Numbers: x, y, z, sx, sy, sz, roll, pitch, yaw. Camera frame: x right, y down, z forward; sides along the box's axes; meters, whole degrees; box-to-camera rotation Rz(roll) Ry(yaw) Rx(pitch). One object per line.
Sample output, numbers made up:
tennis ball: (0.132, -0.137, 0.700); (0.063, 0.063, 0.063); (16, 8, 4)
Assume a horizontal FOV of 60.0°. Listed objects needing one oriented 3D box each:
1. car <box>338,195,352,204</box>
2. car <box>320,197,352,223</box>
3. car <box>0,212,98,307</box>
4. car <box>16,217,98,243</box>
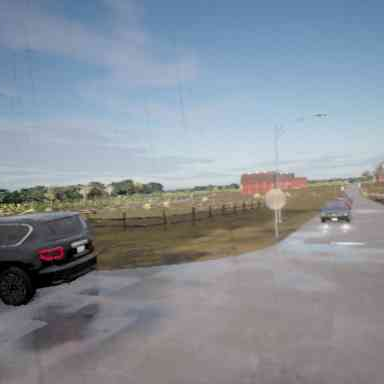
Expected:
car: (25.538, 1.295, 55.561); (1.994, 1.385, 4.181); (-3, -1, 26)
car: (10.293, 1.353, 23.779); (2.033, 1.411, 5.357); (-3, -1, 26)
car: (-5.325, 1.698, 8.966); (5.566, 2.045, 2.150); (-4, 2, 15)
car: (-8.846, 2.452, 21.619); (5.357, 1.411, 2.033); (-4, -1, 30)
